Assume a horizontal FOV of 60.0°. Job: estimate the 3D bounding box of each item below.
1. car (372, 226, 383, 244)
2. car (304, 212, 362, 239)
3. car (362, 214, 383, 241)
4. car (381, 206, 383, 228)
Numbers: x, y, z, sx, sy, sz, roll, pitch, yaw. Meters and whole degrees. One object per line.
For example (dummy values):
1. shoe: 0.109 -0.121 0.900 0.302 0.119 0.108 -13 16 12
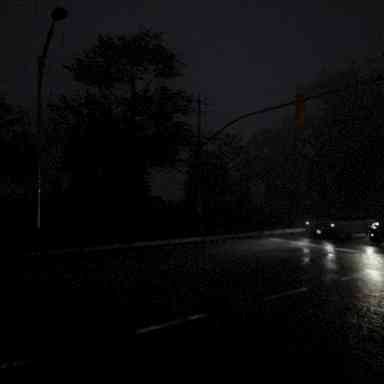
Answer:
1. car: 7.265 1.660 8.930 5.357 1.411 2.033 1 0 -36
2. car: 8.387 1.780 18.591 4.718 1.301 1.895 1 0 -36
3. car: 10.260 1.529 15.564 4.553 1.767 2.097 1 0 -37
4. car: 15.948 1.766 24.047 4.902 1.511 2.128 1 0 -36
